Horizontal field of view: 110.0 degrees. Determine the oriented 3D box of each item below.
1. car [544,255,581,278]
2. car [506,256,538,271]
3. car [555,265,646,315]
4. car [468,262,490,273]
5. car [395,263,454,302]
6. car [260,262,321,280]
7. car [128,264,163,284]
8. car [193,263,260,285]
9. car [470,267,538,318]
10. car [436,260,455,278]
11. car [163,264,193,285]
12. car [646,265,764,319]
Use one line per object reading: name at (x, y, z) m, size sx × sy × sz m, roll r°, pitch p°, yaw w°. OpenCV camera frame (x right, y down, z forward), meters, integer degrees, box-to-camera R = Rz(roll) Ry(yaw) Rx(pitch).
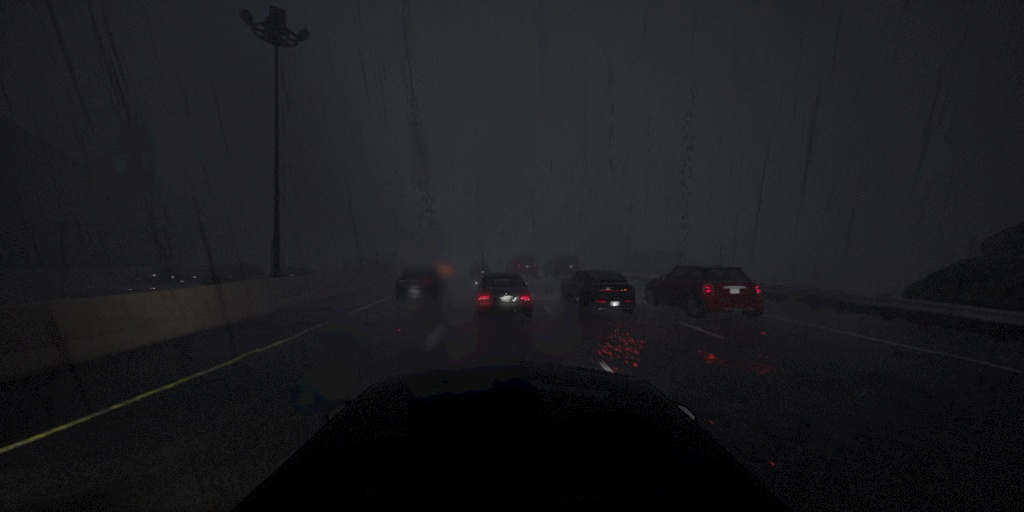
car at (4.485, 0.967, 32.259) m, size 2.150 × 2.045 × 5.566 m, roll 0°, pitch 0°, yaw -9°
car at (0.840, 0.975, 32.854) m, size 2.150 × 2.045 × 5.566 m, roll 0°, pitch 0°, yaw -10°
car at (3.086, 1.250, 13.675) m, size 1.837 × 1.490 × 4.892 m, roll 0°, pitch 0°, yaw -4°
car at (-3.117, 1.289, 35.029) m, size 1.812 × 1.442 × 4.674 m, roll 0°, pitch 0°, yaw -10°
car at (-4.207, 1.254, 17.152) m, size 2.128 × 1.511 × 4.902 m, roll 0°, pitch 0°, yaw -5°
car at (-16.035, 1.354, 26.242) m, size 1.994 × 1.385 × 4.181 m, roll 0°, pitch 0°, yaw -9°
car at (-26.886, 1.340, 27.737) m, size 1.812 × 1.442 × 4.674 m, roll 0°, pitch 0°, yaw -10°
car at (-19.410, 1.275, 25.205) m, size 1.882 × 1.535 × 5.008 m, roll 0°, pitch 0°, yaw -9°
car at (-0.341, 1.300, 13.005) m, size 2.033 × 1.411 × 5.357 m, roll 0°, pitch 0°, yaw -4°
car at (-6.539, 1.123, 34.277) m, size 2.097 × 1.767 × 4.553 m, roll 0°, pitch 0°, yaw -10°
car at (-23.270, 1.354, 27.461) m, size 2.033 × 1.411 × 5.357 m, roll 0°, pitch 0°, yaw -9°
car at (6.625, 1.089, 12.957) m, size 2.097 × 1.767 × 4.553 m, roll 0°, pitch 0°, yaw -3°
